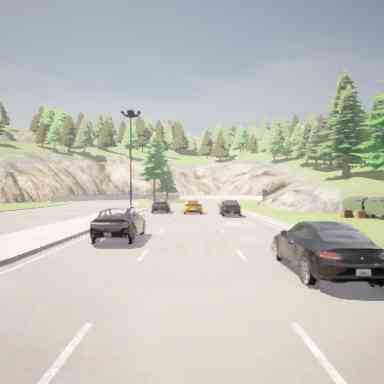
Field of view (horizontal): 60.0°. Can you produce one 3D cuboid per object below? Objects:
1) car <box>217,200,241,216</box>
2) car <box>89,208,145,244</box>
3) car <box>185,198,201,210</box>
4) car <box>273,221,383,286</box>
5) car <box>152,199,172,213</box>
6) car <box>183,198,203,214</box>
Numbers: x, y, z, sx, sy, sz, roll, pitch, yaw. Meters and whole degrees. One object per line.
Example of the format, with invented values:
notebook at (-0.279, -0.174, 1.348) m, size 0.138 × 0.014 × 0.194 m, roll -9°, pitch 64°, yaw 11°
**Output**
car at (3.601, 1.505, 32.071) m, size 1.837 × 1.490 × 4.892 m, roll 0°, pitch 0°, yaw 0°
car at (-3.399, 1.491, 15.827) m, size 2.128 × 1.511 × 4.902 m, roll 0°, pitch 0°, yaw 0°
car at (0.139, 1.547, 44.511) m, size 2.033 × 1.411 × 5.357 m, roll 0°, pitch 0°, yaw 1°
car at (3.599, 1.526, 9.274) m, size 1.812 × 1.442 × 4.674 m, roll 0°, pitch 0°, yaw 0°
car at (-3.398, 1.491, 37.321) m, size 2.128 × 1.511 × 4.902 m, roll 0°, pitch 0°, yaw 0°
car at (0.097, 1.478, 34.682) m, size 1.882 × 1.535 × 5.008 m, roll 0°, pitch 0°, yaw 0°
